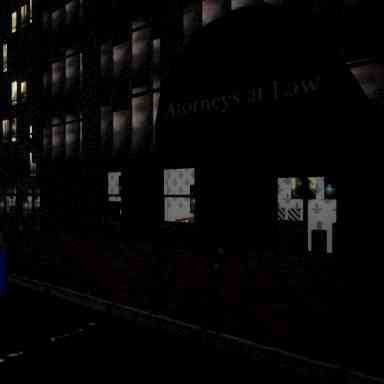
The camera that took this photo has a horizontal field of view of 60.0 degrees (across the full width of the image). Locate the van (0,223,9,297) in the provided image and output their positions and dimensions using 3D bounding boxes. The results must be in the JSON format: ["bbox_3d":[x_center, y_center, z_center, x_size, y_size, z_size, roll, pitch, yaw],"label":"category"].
[{"bbox_3d":[-5.345,1.341,6.686,3.998,1.788,1.690,0,0,35],"label":"van"}]
